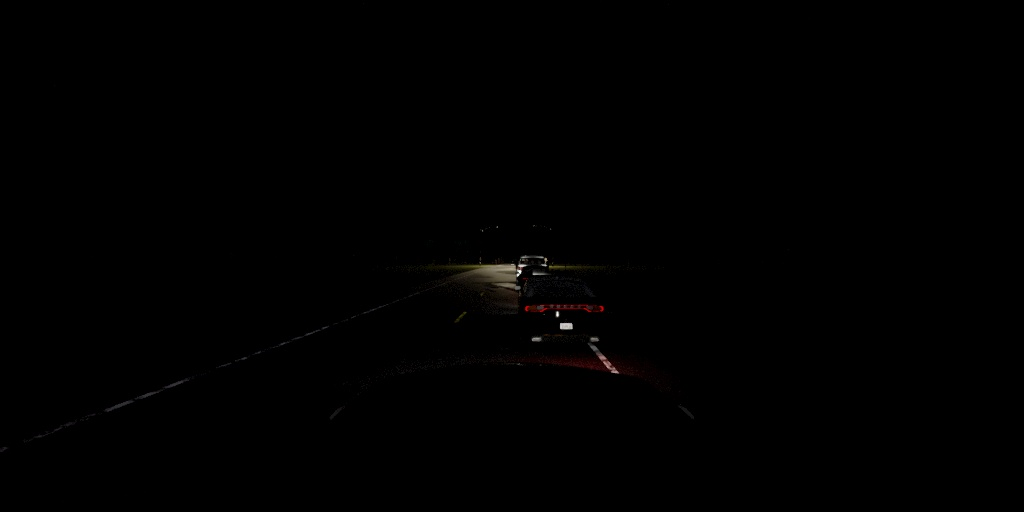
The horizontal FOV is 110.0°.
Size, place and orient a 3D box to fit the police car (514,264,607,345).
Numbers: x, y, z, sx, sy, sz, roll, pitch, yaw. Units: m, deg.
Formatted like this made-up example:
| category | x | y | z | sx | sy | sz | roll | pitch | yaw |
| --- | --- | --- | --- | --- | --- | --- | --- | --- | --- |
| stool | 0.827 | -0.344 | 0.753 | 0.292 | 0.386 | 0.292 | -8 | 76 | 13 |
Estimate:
| category | x | y | z | sx | sy | sz | roll | pitch | yaw |
| --- | --- | --- | --- | --- | --- | --- | --- | --- | --- |
| police car | 1.095 | 1.175 | 9.642 | 1.930 | 1.638 | 5.238 | 0 | 0 | 1 |

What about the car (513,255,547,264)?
| category | x | y | z | sx | sy | sz | roll | pitch | yaw |
| --- | --- | --- | --- | --- | --- | --- | --- | --- | --- |
| car | 1.391 | 0.968 | 25.512 | 2.150 | 2.045 | 5.566 | 0 | 0 | 2 |

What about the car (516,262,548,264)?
| category | x | y | z | sx | sy | sz | roll | pitch | yaw |
| --- | --- | --- | --- | --- | --- | --- | --- | --- | --- |
| car | 1.247 | 1.253 | 19.502 | 1.837 | 1.490 | 4.892 | 0 | 0 | 1 |
